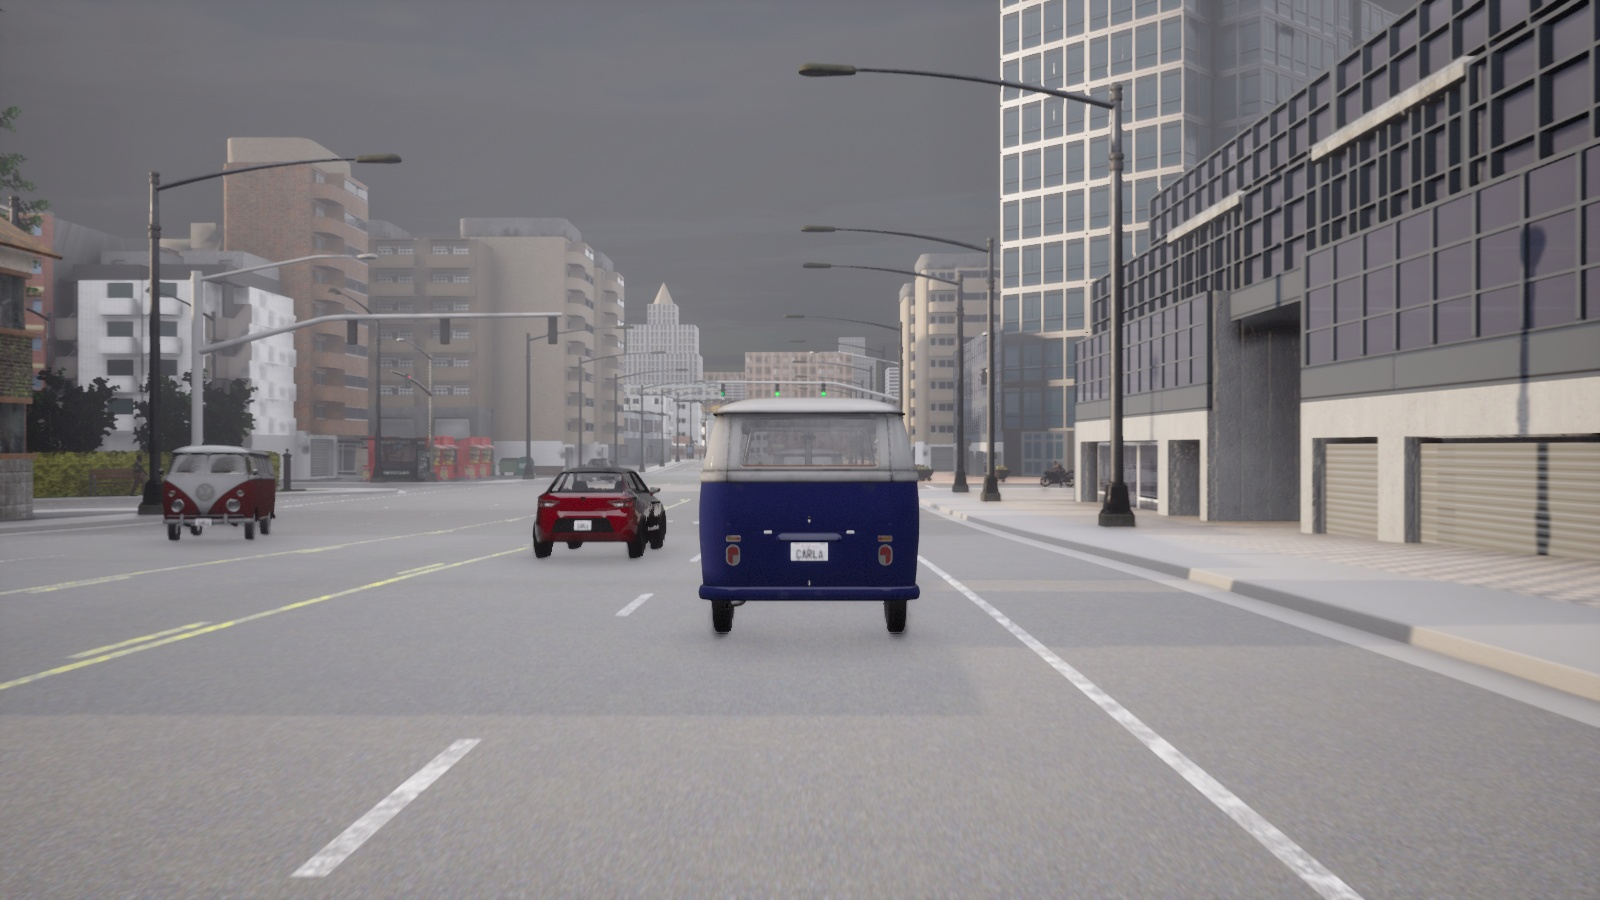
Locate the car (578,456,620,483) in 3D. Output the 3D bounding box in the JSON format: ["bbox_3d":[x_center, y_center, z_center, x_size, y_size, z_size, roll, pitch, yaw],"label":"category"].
[{"bbox_3d":[-13.503,1.301,84.633,2.097,1.767,4.553,0,0,0],"label":"car"}]

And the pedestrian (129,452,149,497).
[{"bbox_3d":[-28.687,1.058,54.461,0.692,1.930,0.395,0,0,-42],"label":"pedestrian"}]

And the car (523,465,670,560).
[{"bbox_3d":[-3.362,1.026,21.558,1.816,1.474,4.193,0,-2,0],"label":"car"}]

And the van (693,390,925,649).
[{"bbox_3d":[0.083,0.560,11.852,1.775,1.987,4.442,0,-1,0],"label":"van"}]

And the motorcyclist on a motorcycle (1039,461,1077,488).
[{"bbox_3d":[14.703,1.380,71.597,2.044,1.523,0.797,0,0,1],"label":"motorcyclist on a motorcycle"}]

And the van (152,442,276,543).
[{"bbox_3d":[-12.554,0.899,27.150,1.775,1.987,4.442,0,-1,-16],"label":"van"}]
